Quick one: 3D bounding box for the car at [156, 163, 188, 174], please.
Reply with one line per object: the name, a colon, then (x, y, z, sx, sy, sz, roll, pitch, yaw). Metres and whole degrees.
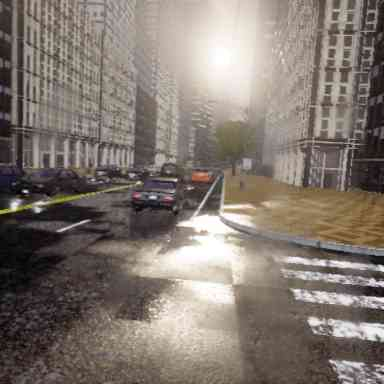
car: (-2.142, -2.190, 37.099, 2.150, 2.045, 5.566, 4, 5, 6)

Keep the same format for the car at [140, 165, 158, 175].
car: (-6.982, -3.627, 54.601, 1.812, 1.442, 4.674, 4, 5, 6)

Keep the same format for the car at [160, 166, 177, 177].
car: (-3.754, -3.406, 54.289, 1.837, 1.490, 4.892, 4, 5, 6)

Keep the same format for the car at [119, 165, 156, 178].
car: (-5.754, -2.016, 35.636, 2.128, 1.511, 4.902, 4, 5, 6)

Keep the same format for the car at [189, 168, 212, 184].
car: (1.208, -1.935, 38.051, 2.097, 1.767, 4.553, 4, 5, 6)

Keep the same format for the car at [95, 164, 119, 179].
car: (-8.978, -2.240, 35.972, 2.128, 1.511, 4.902, 4, 5, 6)

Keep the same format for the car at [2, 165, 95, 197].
car: (-7.556, -0.616, 18.283, 2.033, 1.411, 5.357, 4, 5, 6)

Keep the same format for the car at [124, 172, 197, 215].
car: (-1.185, 0.064, 14.767, 2.033, 1.411, 5.357, 4, 5, 5)

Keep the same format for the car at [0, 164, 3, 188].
car: (-10.783, -0.839, 18.598, 2.033, 1.411, 5.357, 4, 5, 6)
